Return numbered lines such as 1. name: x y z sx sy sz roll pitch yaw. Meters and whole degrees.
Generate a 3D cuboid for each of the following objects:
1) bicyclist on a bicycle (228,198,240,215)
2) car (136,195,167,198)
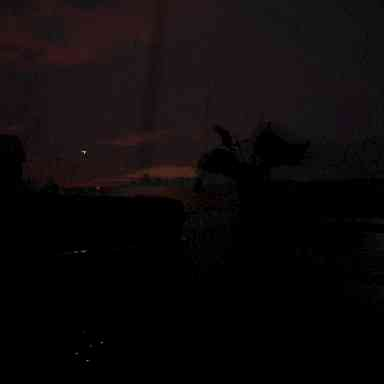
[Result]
1. bicyclist on a bicycle: 3.964 1.227 32.023 1.656 1.620 0.582 -36 20 -30
2. car: -3.106 1.235 27.836 2.150 2.045 5.566 0 0 -36
